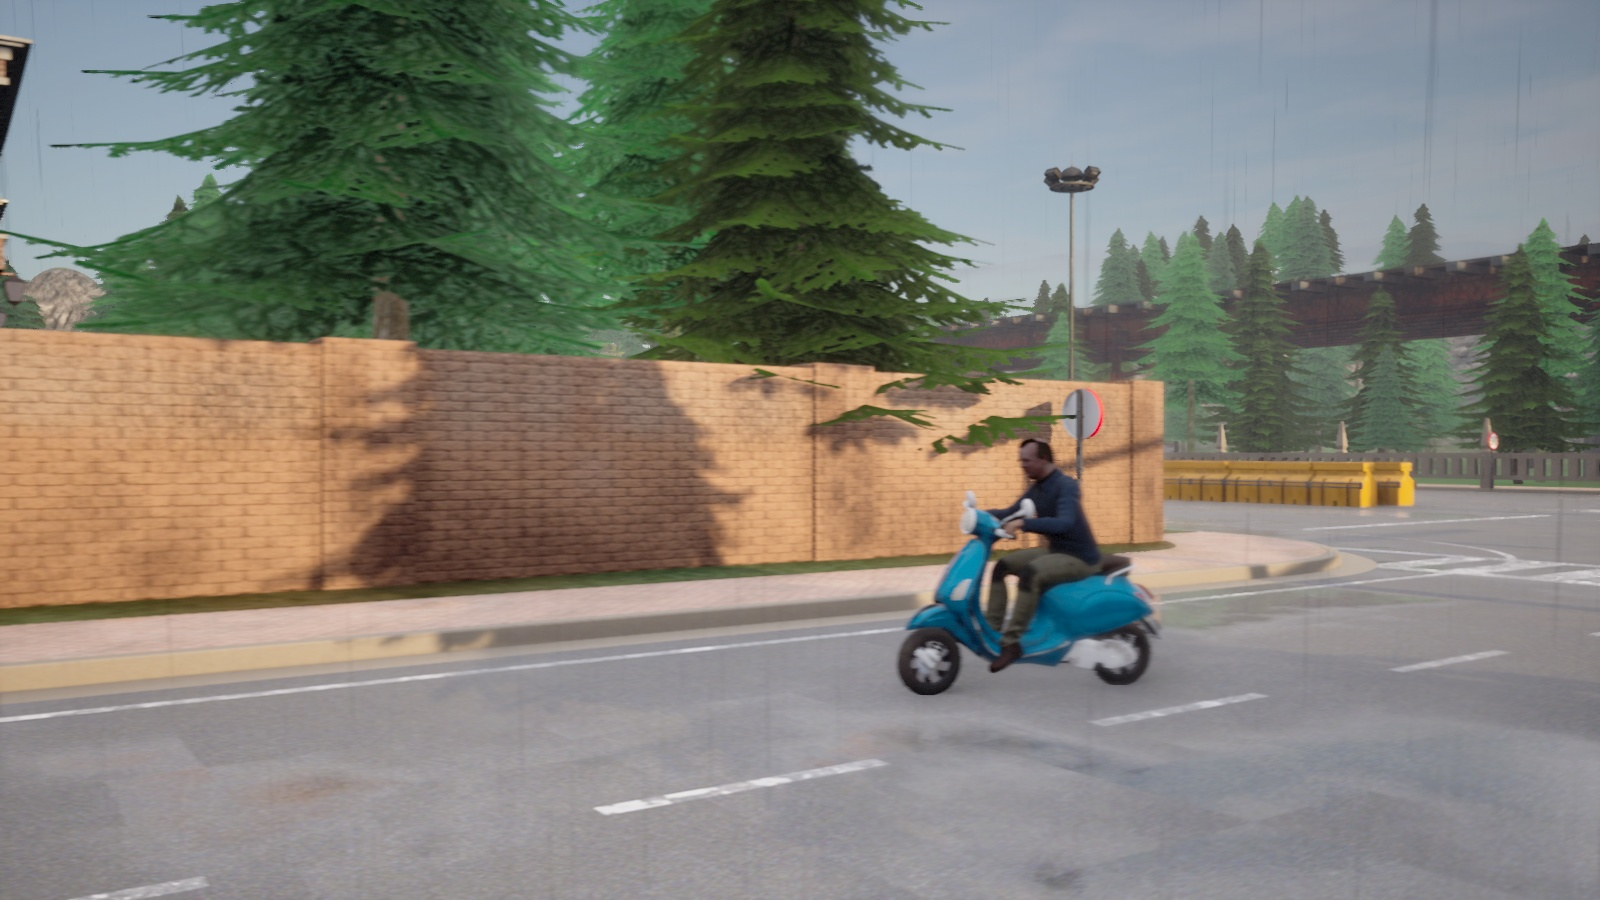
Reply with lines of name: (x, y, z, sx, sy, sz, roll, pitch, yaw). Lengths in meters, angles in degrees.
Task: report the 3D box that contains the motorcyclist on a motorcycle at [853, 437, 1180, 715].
motorcyclist on a motorcycle: (1.330, 0.715, 7.845, 1.817, 1.590, 0.866, 0, 1, -16)
